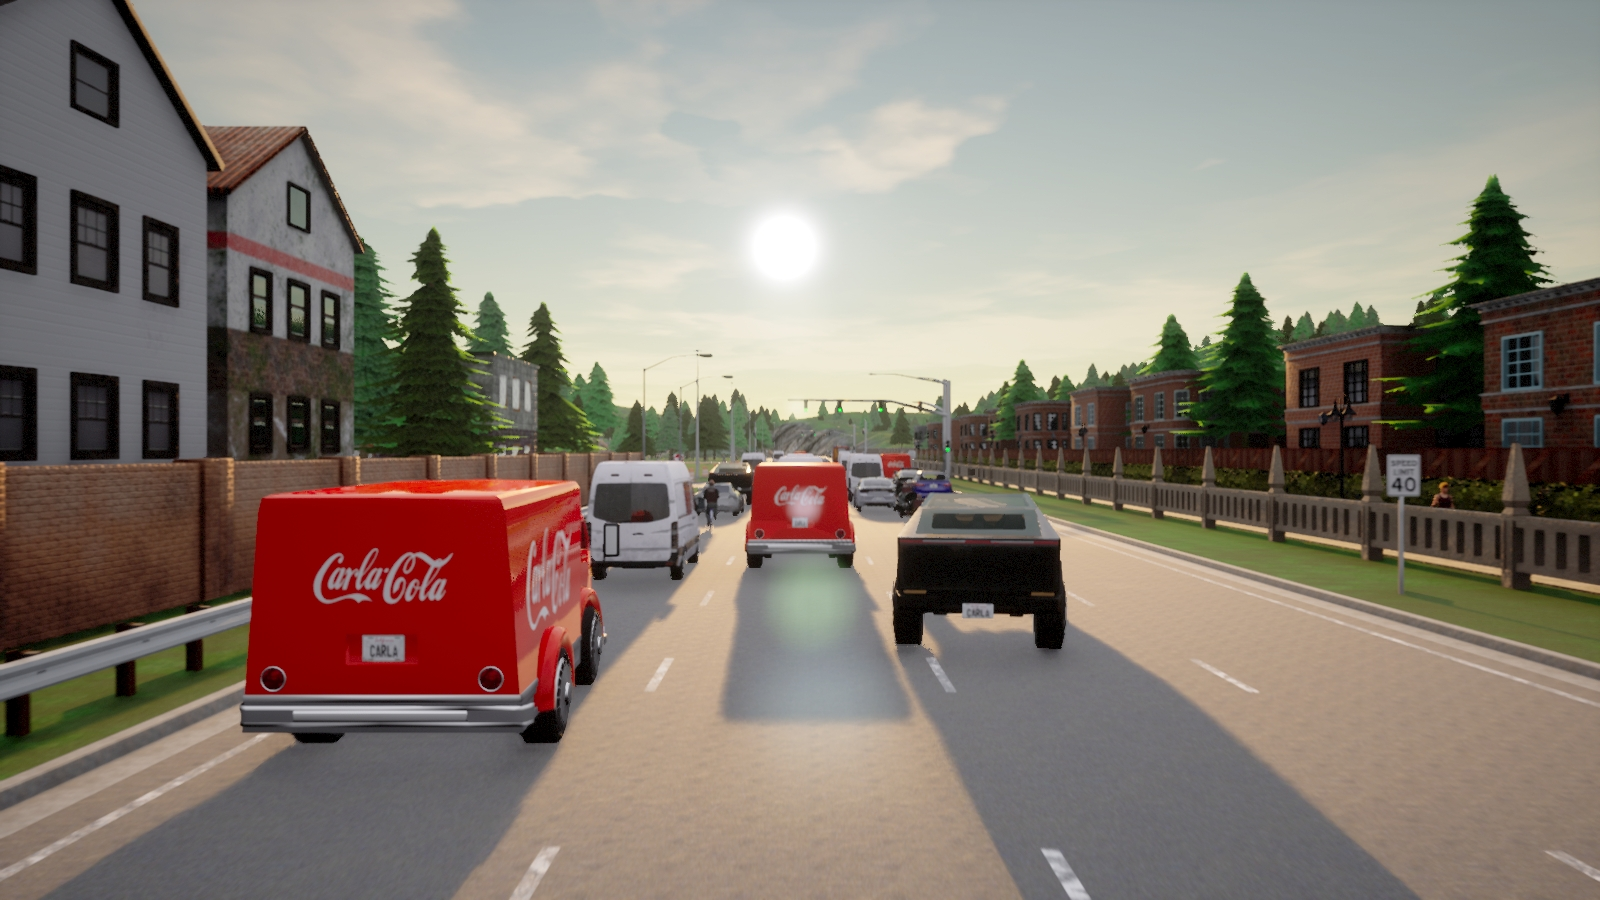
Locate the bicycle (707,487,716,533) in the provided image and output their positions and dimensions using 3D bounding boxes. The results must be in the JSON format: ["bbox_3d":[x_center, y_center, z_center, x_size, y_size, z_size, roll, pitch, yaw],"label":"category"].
[{"bbox_3d":[-3.034,2.046,39.139,0.329,1.471,1.835,0,0,-5],"label":"bicycle"}]

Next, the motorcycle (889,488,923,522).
[{"bbox_3d":[4.238,2.188,45.843,0.867,1.251,2.209,0,0,-8],"label":"motorcycle"}]

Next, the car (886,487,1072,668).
[{"bbox_3d":[2.807,1.747,17.972,2.390,2.098,6.274,0,0,9],"label":"car"}]

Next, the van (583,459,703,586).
[{"bbox_3d":[-3.500,1.524,26.566,1.988,2.561,5.915,0,0,0],"label":"van"}]

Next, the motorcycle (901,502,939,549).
[{"bbox_3d":[3.506,2.193,33.584,0.867,1.251,2.209,0,0,0],"label":"motorcycle"}]

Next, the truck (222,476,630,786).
[{"bbox_3d":[-3.499,1.562,12.115,2.627,2.467,5.204,0,0,0],"label":"truck"}]

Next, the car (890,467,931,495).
[{"bbox_3d":[7.010,1.956,73.076,2.097,1.638,5.238,0,0,0],"label":"car"}]

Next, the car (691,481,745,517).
[{"bbox_3d":[-3.512,2.101,49.633,1.994,1.385,4.181,0,0,0],"label":"car"}]

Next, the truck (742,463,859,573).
[{"bbox_3d":[0.004,1.549,28.218,2.627,2.467,5.204,0,-1,0],"label":"truck"}]

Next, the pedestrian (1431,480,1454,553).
[{"bbox_3d":[16.395,1.690,29.174,0.375,1.860,0.375,0,0,0],"label":"pedestrian"}]

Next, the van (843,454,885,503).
[{"bbox_3d":[3.513,1.511,63.671,1.988,2.561,5.915,0,0,0],"label":"van"}]

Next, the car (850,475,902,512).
[{"bbox_3d":[3.507,2.015,53.432,2.097,1.535,5.006,0,0,0],"label":"car"}]

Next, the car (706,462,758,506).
[{"bbox_3d":[-3.490,1.732,59.871,2.390,2.098,6.274,0,0,0],"label":"car"}]

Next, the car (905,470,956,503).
[{"bbox_3d":[7.010,1.945,62.000,2.242,1.667,4.611,0,0,0],"label":"car"}]
